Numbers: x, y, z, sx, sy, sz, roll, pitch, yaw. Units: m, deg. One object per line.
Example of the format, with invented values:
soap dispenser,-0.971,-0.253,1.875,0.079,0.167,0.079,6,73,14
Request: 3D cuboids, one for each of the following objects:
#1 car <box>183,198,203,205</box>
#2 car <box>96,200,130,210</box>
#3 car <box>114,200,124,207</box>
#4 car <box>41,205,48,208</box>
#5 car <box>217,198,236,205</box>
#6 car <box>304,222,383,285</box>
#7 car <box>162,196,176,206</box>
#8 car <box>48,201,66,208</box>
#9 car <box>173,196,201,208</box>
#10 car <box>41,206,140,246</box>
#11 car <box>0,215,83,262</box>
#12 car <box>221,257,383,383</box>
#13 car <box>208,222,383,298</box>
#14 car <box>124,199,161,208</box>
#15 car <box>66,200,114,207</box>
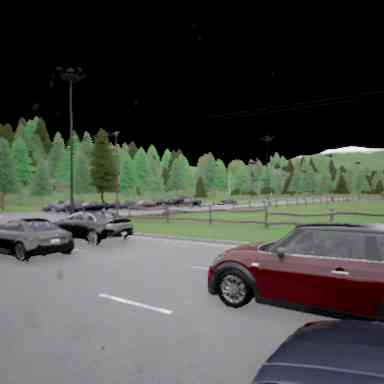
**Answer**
car,0.203,2.042,71.544,1.812,1.442,4.674,-1,-1,36
car,-12.736,2.067,54.149,2.033,1.411,5.357,-1,-1,37
car,-10.314,2.024,51.539,2.033,1.411,5.357,-1,-1,36
car,-18.495,2.025,46.289,1.837,1.490,4.892,-1,-1,36
car,7.321,1.964,69.403,2.033,1.411,5.357,-1,-1,36
car,5.572,1.607,8.610,4.718,1.301,1.895,-1,-1,36
car,-2.539,1.698,62.043,2.150,2.045,5.566,-1,-1,37
car,-15.908,1.829,43.891,2.097,1.767,4.553,-1,-1,36
car,-0.549,1.911,58.863,1.882,1.535,5.008,-1,-1,37
car,-4.984,1.657,16.159,4.902,1.511,2.128,-1,-1,35
car,-6.472,1.721,12.933,4.181,1.385,1.994,-1,0,35
car,2.987,1.530,1.849,5.357,1.411,2.033,-1,-1,36
car,2.527,1.373,6.486,4.553,1.767,2.097,-1,0,36
car,-7.329,1.959,49.677,1.812,1.442,4.674,-1,-1,37
car,-12.856,1.911,42.148,1.882,1.535,5.008,-1,-1,36
